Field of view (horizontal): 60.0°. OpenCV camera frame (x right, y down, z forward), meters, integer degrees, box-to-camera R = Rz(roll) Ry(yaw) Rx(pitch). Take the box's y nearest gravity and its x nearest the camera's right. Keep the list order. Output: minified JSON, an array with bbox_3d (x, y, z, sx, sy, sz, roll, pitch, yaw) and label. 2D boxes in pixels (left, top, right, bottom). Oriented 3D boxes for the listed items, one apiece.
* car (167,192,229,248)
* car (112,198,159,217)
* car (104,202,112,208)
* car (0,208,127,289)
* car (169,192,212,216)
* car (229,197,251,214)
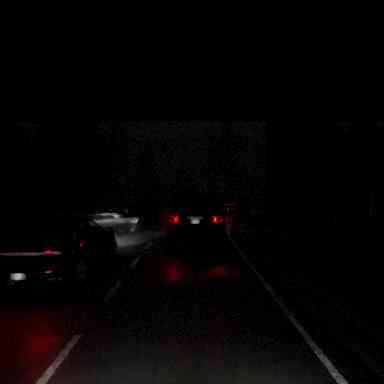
[{"bbox_3d":[0.197,1.115,14.307,2.150,2.045,5.566,0,0,2],"label":"car"},{"bbox_3d":[-4.548,1.279,29.106,2.128,1.511,4.902,0,0,18],"label":"car"},{"bbox_3d":[-6.778,1.300,33.833,2.033,1.411,5.357,0,0,20],"label":"car"},{"bbox_3d":[-3.407,1.426,8.978,2.128,1.511,4.902,0,1,0],"label":"car"},{"bbox_3d":[0.010,0.994,31.062,2.150,2.045,5.566,0,0,21],"label":"car"},{"bbox_3d":[4.230,1.272,31.817,1.837,1.490,4.892,-1,0,25],"label":"car"}]
